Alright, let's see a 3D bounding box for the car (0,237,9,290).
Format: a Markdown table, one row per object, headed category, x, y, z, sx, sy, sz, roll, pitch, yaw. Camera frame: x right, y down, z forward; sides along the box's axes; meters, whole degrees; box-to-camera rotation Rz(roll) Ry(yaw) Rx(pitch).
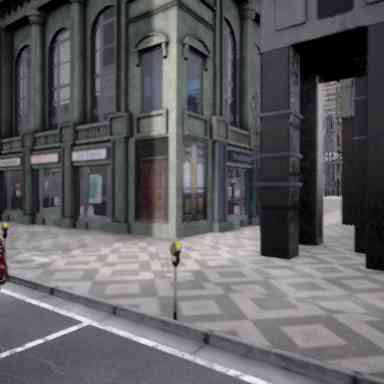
| category | x | y | z | sx | sy | sz | roll | pitch | yaw |
| --- | --- | --- | --- | --- | --- | --- | --- | --- | --- |
| car | -5.941 | 1.301 | 7.197 | 5.009 | 1.841 | 2.192 | 0 | 0 | 36 |
